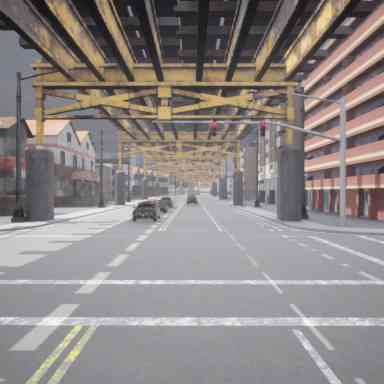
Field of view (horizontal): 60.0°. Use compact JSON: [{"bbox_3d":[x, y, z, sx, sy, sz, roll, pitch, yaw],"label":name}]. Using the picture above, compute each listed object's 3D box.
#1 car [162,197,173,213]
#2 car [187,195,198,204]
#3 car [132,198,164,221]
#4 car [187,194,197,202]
[{"bbox_3d":[-3.639,1.547,36.912,2.033,1.411,5.357,0,0,0],"label":"car"},{"bbox_3d":[0.029,1.518,59.759,1.895,1.301,4.718,0,0,0],"label":"car"},{"bbox_3d":[-3.629,1.505,27.060,1.837,1.490,4.892,0,0,0],"label":"car"},{"bbox_3d":[0.003,1.299,69.721,1.882,1.535,5.008,0,1,0],"label":"car"}]
